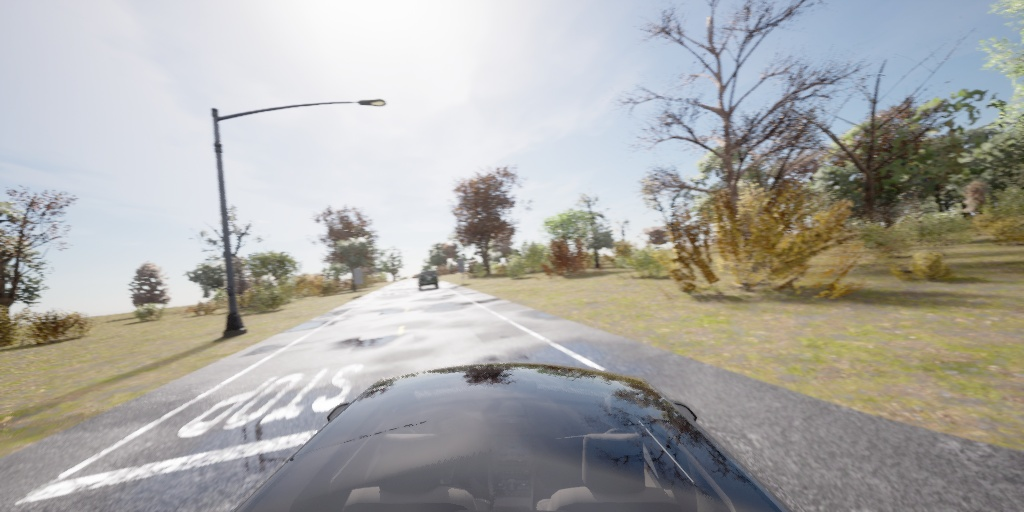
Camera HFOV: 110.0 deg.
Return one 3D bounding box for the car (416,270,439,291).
[{"bbox_3d":[-9.326,2.611,39.768,2.150,2.045,5.566,-6,-1,-15],"label":"car"}]
